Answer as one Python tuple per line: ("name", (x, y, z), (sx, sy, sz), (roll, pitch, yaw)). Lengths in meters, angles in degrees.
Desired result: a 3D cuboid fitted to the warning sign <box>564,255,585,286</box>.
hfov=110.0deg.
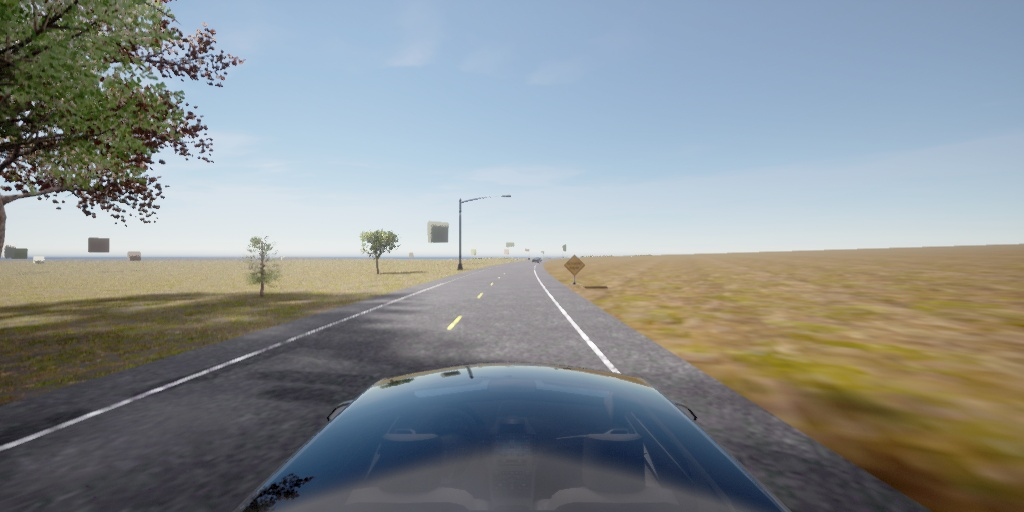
("warning sign", (3.795, 0.849, 21.749), (1.300, 1.860, 1.060), (0, 0, 1))
